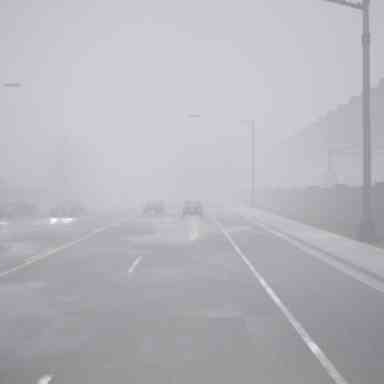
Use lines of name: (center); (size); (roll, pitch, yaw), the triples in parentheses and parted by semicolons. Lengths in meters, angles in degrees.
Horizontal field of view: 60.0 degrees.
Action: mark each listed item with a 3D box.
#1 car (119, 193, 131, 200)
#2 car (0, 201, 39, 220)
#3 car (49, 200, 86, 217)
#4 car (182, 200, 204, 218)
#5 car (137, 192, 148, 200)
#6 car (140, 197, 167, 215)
car: (-13.989, 0.896, 69.385); (1.837, 1.490, 4.892); (0, 1, 0)
car: (-14.103, 1.388, 26.386); (2.033, 1.411, 5.357); (0, 1, 0)
car: (-10.590, 1.383, 28.561); (1.994, 1.385, 4.181); (0, 1, 0)
car: (0.065, 1.368, 28.442); (2.033, 1.411, 5.357); (0, 1, 0)
car: (-10.489, 0.858, 71.202); (1.837, 1.490, 4.892); (0, 1, 0)
car: (-3.419, 1.395, 31.170); (1.895, 1.301, 4.718); (0, 1, 0)
